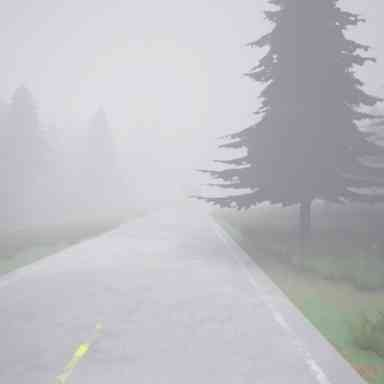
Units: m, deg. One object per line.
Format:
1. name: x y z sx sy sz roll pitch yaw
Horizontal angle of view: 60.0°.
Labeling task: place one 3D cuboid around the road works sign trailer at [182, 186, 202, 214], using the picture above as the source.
1. road works sign trailer: -0.003 0.913 41.274 2.380 3.560 2.880 0 -1 0
